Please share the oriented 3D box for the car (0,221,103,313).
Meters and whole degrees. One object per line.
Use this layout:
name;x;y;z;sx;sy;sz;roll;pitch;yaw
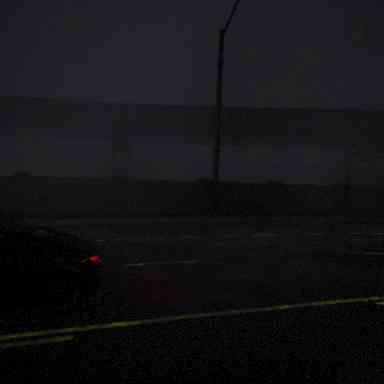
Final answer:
car;-3.701;1.233;5.761;4.181;1.385;1.994;0;3;-19
